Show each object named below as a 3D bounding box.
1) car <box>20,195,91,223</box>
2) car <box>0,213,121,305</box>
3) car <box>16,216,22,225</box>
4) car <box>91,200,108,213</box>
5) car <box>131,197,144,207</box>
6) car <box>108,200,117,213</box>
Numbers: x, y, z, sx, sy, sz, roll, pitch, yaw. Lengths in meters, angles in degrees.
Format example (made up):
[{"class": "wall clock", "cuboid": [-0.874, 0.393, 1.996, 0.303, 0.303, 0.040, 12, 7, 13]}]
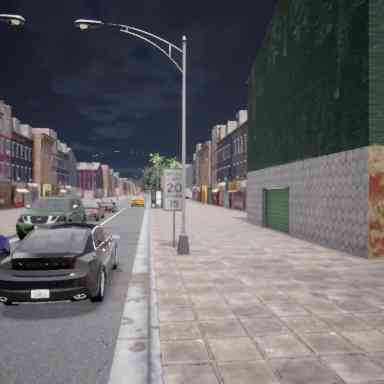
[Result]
[{"class": "car", "cuboid": [-6.922, 1.192, 17.022, 2.150, 2.045, 5.566, 0, 0, -7]}, {"class": "car", "cuboid": [-2.906, 1.491, 8.089, 1.837, 1.490, 4.892, 0, 0, -7]}, {"class": "car", "cuboid": [-5.693, 1.502, 7.391, 1.812, 1.442, 4.674, 0, 0, -7]}, {"class": "car", "cuboid": [-8.182, 1.490, 26.764, 1.812, 1.442, 4.674, 0, 0, -7]}, {"class": "car", "cuboid": [-8.438, 1.452, 51.770, 1.882, 1.535, 5.008, 0, 0, -8]}, {"class": "car", "cuboid": [-9.424, 1.525, 36.693, 1.994, 1.385, 4.181, 0, 0, -7]}]
